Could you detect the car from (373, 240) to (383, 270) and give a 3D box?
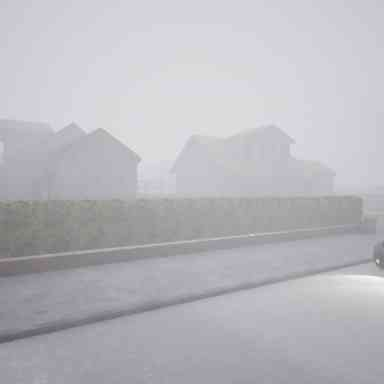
[{"bbox_3d":[7.074,1.275,9.594,4.181,1.385,1.994,1,-32,-26],"label":"car"}]
